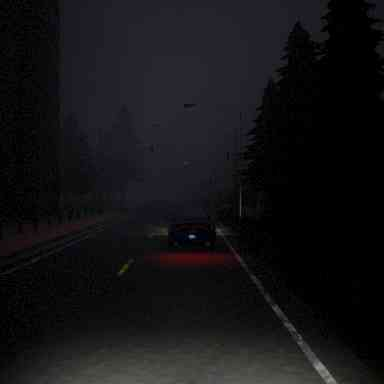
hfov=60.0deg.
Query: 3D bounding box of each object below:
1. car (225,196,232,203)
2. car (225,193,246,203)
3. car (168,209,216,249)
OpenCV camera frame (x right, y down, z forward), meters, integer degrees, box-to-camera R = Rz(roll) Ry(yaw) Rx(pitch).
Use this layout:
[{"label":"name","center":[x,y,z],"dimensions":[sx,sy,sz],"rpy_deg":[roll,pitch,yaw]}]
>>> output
[{"label":"car","center":[8.847,1.143,62.404],"dimensions":[4.605,1.855,1.932],"rpy_deg":[0,0,-1]},{"label":"car","center":[8.432,1.145,64.914],"dimensions":[3.866,1.878,1.905],"rpy_deg":[0,0,-1]},{"label":"car","center":[0.000,1.484,14.650],"dimensions":[1.882,1.535,5.008],"rpy_deg":[0,0,0]}]
